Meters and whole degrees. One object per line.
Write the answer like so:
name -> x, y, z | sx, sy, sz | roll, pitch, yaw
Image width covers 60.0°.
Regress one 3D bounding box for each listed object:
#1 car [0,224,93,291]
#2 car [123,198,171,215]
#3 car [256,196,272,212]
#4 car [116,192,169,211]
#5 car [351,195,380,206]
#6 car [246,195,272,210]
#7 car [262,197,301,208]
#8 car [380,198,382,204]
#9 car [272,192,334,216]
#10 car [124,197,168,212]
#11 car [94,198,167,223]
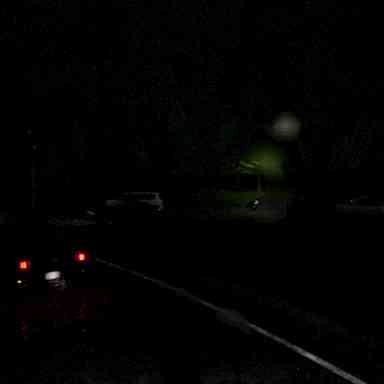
car -> -4.542, 1.521, 8.927 | 1.895, 1.301, 4.718 | 0, 0, -42
car -> -4.273, 1.335, 31.563 | 4.181, 1.385, 1.994 | 0, 0, -25
car -> 9.099, 1.375, 33.832 | 4.181, 1.385, 1.994 | 0, 0, -25
car -> -5.098, 1.018, 27.336 | 5.566, 2.045, 2.150 | 0, 0, -25
car -> 25.723, 1.256, 49.078 | 5.008, 1.535, 1.882 | 0, 0, -24
car -> 8.319, 1.137, 37.323 | 4.553, 1.767, 2.097 | 0, 0, -25
car -> 11.469, 1.363, 42.611 | 4.718, 1.301, 1.895 | 0, 0, -25
car -> 29.350, 1.410, 46.868 | 4.718, 1.301, 1.895 | 0, 0, -24
car -> 10.517, 1.061, 30.632 | 5.566, 2.045, 2.150 | 0, 0, -24
car -> -4.877, 1.308, 35.134 | 4.181, 1.385, 1.994 | 0, 0, -25
car -> -4.512, 1.347, 23.755 | 4.674, 1.442, 1.812 | 0, 0, -25
